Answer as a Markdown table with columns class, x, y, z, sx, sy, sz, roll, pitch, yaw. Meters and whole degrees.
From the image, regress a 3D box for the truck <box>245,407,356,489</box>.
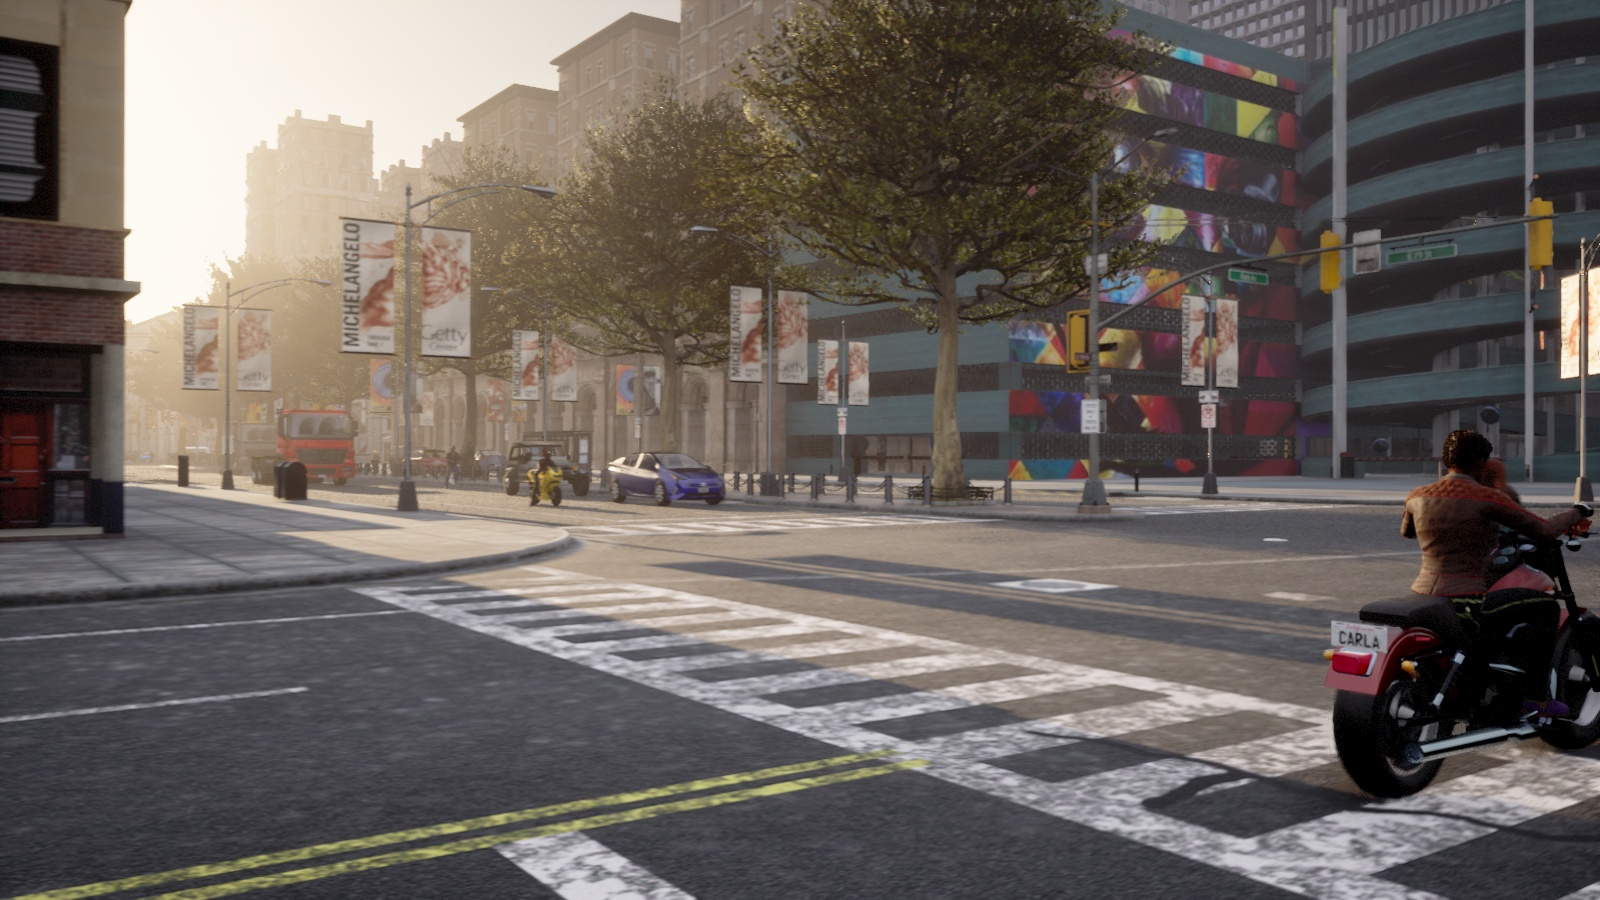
| class | x | y | z | sx | sy | sz | roll | pitch | yaw |
| --- | --- | --- | --- | --- | --- | --- | --- | --- | --- |
| truck | -22.742 | -0.058 | 56.929 | 2.891 | 3.462 | 7.936 | 0 | 0 | -35 |

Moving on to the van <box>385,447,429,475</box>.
| class | x | y | z | sx | sy | sz | roll | pitch | yaw |
| --- | --- | --- | --- | --- | --- | --- | --- | --- | --- |
| van | -28.589 | 0.764 | 91.365 | 1.775 | 1.987 | 4.442 | 0 | 0 | -35 |

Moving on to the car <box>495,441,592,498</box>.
| class | x | y | z | sx | sy | sz | roll | pitch | yaw |
| --- | --- | --- | --- | --- | --- | --- | --- | --- | --- |
| car | -8.889 | 0.655 | 43.295 | 1.905 | 1.878 | 3.866 | 0 | 0 | -34 |

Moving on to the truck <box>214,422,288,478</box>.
| class | x | y | z | sx | sy | sz | roll | pitch | yaw |
| --- | --- | --- | --- | --- | --- | --- | --- | --- | --- |
| truck | -35.717 | 0.027 | 81.502 | 2.891 | 3.462 | 7.936 | 0 | 0 | -35 |

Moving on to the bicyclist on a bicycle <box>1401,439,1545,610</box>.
| class | x | y | z | sx | sy | sz | roll | pitch | yaw |
| --- | --- | --- | --- | --- | --- | --- | --- | --- | --- |
| bicyclist on a bicycle | 6.796 | 0.706 | 12.653 | 1.656 | 1.620 | 0.582 | 0 | 0 | -35 |

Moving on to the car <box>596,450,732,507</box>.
| class | x | y | z | sx | sy | sz | roll | pitch | yaw |
| --- | --- | --- | --- | --- | --- | --- | --- | --- | --- |
| car | -4.013 | 0.778 | 36.427 | 2.007 | 1.525 | 4.514 | 0 | 0 | -35 |

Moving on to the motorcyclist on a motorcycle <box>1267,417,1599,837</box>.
| class | x | y | z | sx | sy | sz | roll | pitch | yaw |
| --- | --- | --- | --- | --- | --- | --- | --- | --- | --- |
| motorcyclist on a motorcycle | 3.253 | 0.699 | 5.923 | 2.350 | 1.649 | 0.766 | 0 | 0 | -35 |

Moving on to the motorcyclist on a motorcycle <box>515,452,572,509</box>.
| class | x | y | z | sx | sy | sz | roll | pitch | yaw |
| --- | --- | --- | --- | --- | --- | --- | --- | --- | --- |
| motorcyclist on a motorcycle | -7.080 | 0.818 | 34.620 | 0.797 | 1.523 | 2.044 | 0 | 0 | -35 |

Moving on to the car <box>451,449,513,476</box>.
| class | x | y | z | sx | sy | sz | roll | pitch | yaw |
| --- | --- | --- | --- | --- | --- | --- | --- | --- | --- |
| car | -20.128 | 0.742 | 79.313 | 2.152 | 1.651 | 5.027 | 0 | 0 | -35 |

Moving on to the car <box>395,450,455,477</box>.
| class | x | y | z | sx | sy | sz | roll | pitch | yaw |
| --- | --- | --- | --- | --- | --- | --- | --- | --- | --- |
| car | -23.220 | 0.812 | 77.626 | 2.242 | 1.667 | 4.611 | 0 | 0 | -35 |
